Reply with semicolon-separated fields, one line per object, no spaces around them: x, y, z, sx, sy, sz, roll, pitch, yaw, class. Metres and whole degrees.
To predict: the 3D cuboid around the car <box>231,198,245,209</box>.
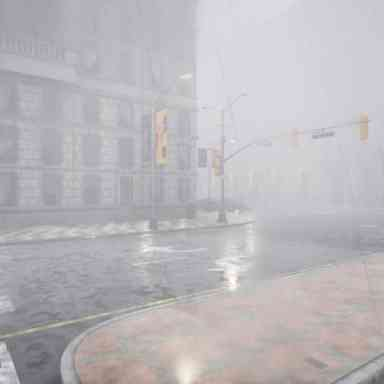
5.068;1.525;44.597;1.812;1.442;4.674;0;0;-36;car

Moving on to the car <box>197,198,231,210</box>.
2.205;1.491;42.583;2.128;1.511;4.902;0;0;-36;car
